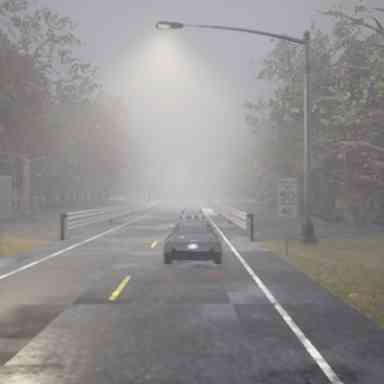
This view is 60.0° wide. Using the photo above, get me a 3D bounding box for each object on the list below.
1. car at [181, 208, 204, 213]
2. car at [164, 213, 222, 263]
[{"bbox_3d":[0.035,1.913,26.664,1.895,1.301,4.718,0,-1,0],"label":"car"},{"bbox_3d":[0.044,1.712,12.536,1.994,1.385,4.181,0,-1,1],"label":"car"}]
